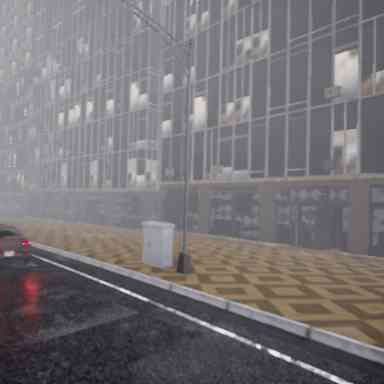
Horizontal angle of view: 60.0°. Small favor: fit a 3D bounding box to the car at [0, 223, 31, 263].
[{"bbox_3d":[-7.695,1.937,12.890,1.812,1.442,4.674,3,-3,-43],"label":"car"}]
